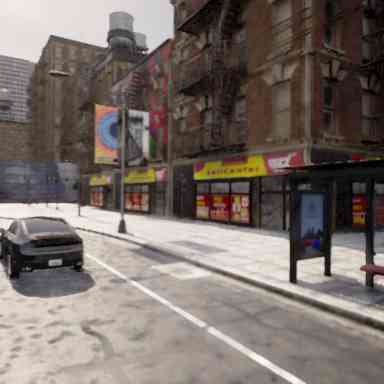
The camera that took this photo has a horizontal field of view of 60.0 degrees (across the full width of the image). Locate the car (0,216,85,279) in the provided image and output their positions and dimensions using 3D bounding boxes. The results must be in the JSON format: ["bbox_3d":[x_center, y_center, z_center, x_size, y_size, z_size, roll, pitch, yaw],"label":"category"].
[{"bbox_3d":[-4.746,1.503,10.280,1.837,1.490,4.892,1,0,-34],"label":"car"}]
